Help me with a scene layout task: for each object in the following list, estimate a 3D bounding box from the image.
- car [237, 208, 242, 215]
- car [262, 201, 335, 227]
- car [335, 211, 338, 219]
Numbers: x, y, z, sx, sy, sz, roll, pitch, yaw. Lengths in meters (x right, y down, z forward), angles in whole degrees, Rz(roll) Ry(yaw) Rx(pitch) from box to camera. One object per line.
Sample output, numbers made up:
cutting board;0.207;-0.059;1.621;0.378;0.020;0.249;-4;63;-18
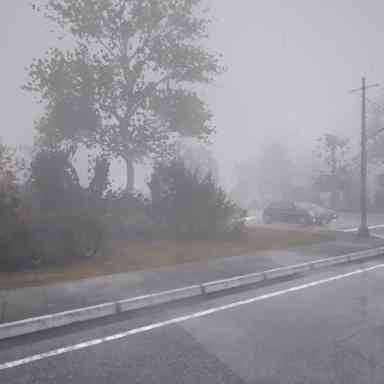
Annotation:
car;3.472;1.781;33.691;1.994;1.385;4.181;0;-1;-42
car;7.282;1.426;23.617;2.097;1.767;4.553;0;-1;-38
car;9.182;1.594;26.862;1.837;1.490;4.892;0;-1;-42
